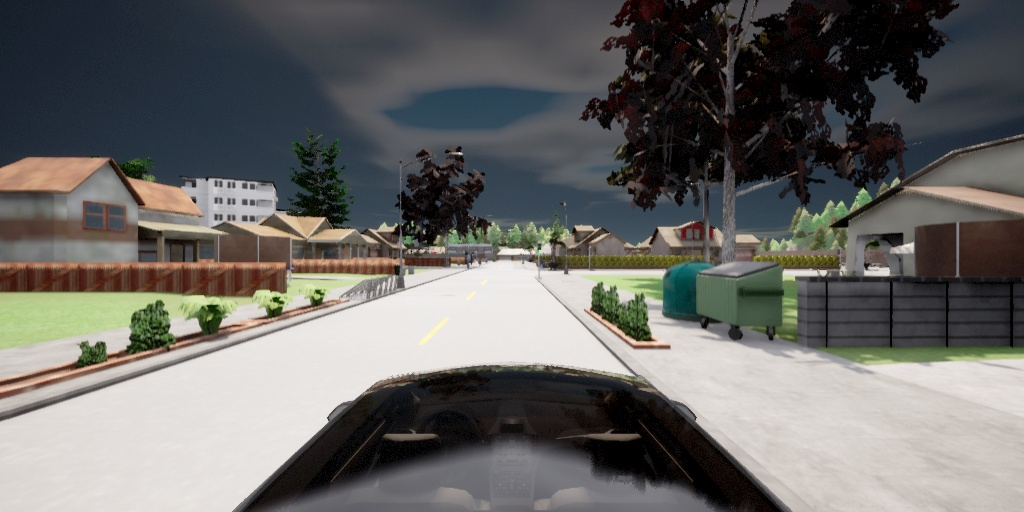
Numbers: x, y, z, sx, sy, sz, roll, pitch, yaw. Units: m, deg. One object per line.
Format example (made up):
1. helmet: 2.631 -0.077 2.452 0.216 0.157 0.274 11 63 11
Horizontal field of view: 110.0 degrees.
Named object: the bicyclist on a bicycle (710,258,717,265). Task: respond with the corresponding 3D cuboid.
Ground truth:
1. bicyclist on a bicycle: 20.284 1.076 36.323 0.582 1.620 1.656 0 0 0
